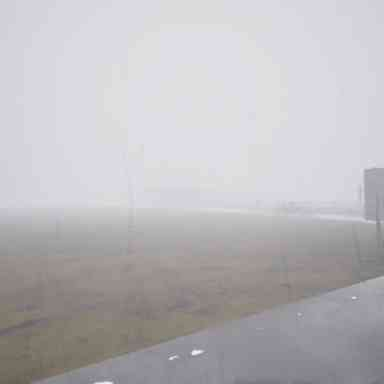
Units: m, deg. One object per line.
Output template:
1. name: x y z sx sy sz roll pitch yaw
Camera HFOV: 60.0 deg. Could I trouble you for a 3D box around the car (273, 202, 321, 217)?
1. car: 10.625 1.735 33.835 1.895 1.301 4.718 -1 0 -35
